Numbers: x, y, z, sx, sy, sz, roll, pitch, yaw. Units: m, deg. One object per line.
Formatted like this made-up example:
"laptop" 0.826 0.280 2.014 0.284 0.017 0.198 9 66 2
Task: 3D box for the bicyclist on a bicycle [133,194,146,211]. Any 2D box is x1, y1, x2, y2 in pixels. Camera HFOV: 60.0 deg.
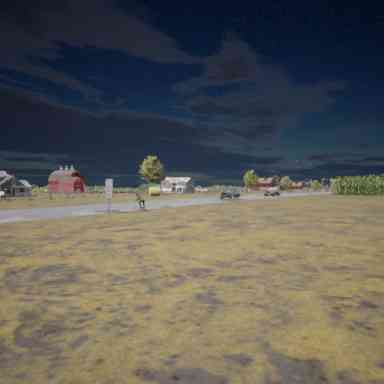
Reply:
"bicyclist on a bicycle" -4.902 0.995 31.130 1.656 1.620 0.582 0 1 35

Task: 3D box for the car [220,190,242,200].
"car" 6.362 0.424 53.692 1.837 1.490 4.892 1 2 35

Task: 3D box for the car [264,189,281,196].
"car" 16.445 0.153 67.869 2.033 1.411 5.357 1 2 35
